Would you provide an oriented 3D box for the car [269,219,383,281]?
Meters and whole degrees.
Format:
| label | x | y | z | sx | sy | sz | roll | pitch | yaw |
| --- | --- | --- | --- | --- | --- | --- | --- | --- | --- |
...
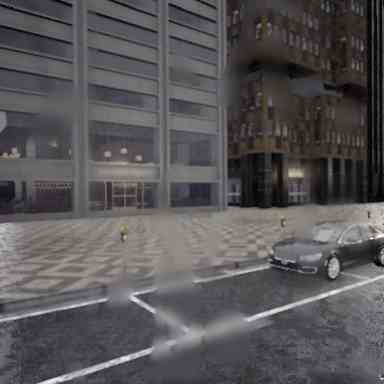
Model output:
| label | x | y | z | sx | sy | sz | roll | pitch | yaw |
| --- | --- | --- | --- | --- | --- | --- | --- | --- | --- |
| car | 4.081 | 1.503 | 9.565 | 4.403 | 1.369 | 2.008 | 0 | 0 | -36 |
